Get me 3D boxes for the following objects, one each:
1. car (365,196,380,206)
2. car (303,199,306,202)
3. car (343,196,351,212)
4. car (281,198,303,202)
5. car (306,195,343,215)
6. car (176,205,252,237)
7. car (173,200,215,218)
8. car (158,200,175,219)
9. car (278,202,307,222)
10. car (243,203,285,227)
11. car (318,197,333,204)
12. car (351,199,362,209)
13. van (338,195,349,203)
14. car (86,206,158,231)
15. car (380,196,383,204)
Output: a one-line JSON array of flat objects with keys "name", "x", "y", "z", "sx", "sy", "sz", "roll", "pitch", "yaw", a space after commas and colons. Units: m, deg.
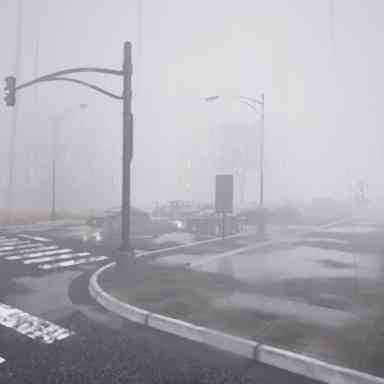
[{"name": "car", "x": 34.857, "y": 1.935, "z": 64.850, "sx": 1.752, "sy": 1.417, "sz": 4.829, "roll": 1, "pitch": 0, "yaw": 36}, {"name": "car", "x": 18.043, "y": 1.716, "z": 56.114, "sx": 1.752, "sy": 1.417, "sz": 4.829, "roll": 1, "pitch": 0, "yaw": 36}, {"name": "car", "x": 18.369, "y": 1.715, "z": 42.315, "sx": 1.967, "sy": 1.590, "sz": 4.097, "roll": 1, "pitch": 0, "yaw": 36}, {"name": "car", "x": 12.867, "y": 1.699, "z": 44.597, "sx": 1.812, "sy": 1.442, "sz": 4.674, "roll": 1, "pitch": 0, "yaw": 37}, {"name": "car", "x": 15.111, "y": 1.563, "z": 37.821, "sx": 2.192, "sy": 1.841, "sz": 5.009, "roll": 1, "pitch": 0, "yaw": 36}, {"name": "car", "x": 1.413, "y": 1.690, "z": 19.100, "sx": 2.008, "sy": 1.369, "sz": 4.403, "roll": 1, "pitch": 0, "yaw": 36}, {"name": "car", "x": 1.040, "y": 1.625, "z": 28.583, "sx": 2.033, "sy": 1.411, "sz": 5.357, "roll": 1, "pitch": 0, "yaw": 36}, {"name": "car", "x": -1.675, "y": 1.470, "z": 29.485, "sx": 1.967, "sy": 1.590, "sz": 4.097, "roll": 1, "pitch": 0, "yaw": 36}, {"name": "car", "x": 7.902, "y": 1.773, "z": 27.935, "sx": 1.802, "sy": 1.307, "sz": 4.206, "roll": 1, "pitch": 0, "yaw": 36}, {"name": "car", "x": 4.658, "y": 1.731, "z": 23.518, "sx": 1.947, "sy": 1.339, "sz": 4.313, "roll": 1, "pitch": 0, "yaw": 36}, {"name": "car", "x": 28.002, "y": 1.838, "z": 69.672, "sx": 1.947, "sy": 1.339, "sz": 4.313, "roll": 1, "pitch": 0, "yaw": 36}, {"name": "car", "x": 24.899, "y": 1.768, "z": 51.292, "sx": 1.967, "sy": 1.590, "sz": 4.097, "roll": 1, "pitch": 0, "yaw": 36}, {"name": "van", "x": 37.863, "y": 1.696, "z": 83.094, "sx": 1.690, "sy": 1.788, "sz": 3.998, "roll": 1, "pitch": 0, "yaw": 36}, {"name": "car", "x": -4.508, "y": 1.598, "z": 21.032, "sx": 1.994, "sy": 1.385, "sz": 4.181, "roll": 1, "pitch": 0, "yaw": 36}, {"name": "car", "x": 41.332, "y": 1.778, "z": 73.660, "sx": 2.192, "sy": 1.841, "sz": 5.009, "roll": 1, "pitch": 0, "yaw": 36}]
